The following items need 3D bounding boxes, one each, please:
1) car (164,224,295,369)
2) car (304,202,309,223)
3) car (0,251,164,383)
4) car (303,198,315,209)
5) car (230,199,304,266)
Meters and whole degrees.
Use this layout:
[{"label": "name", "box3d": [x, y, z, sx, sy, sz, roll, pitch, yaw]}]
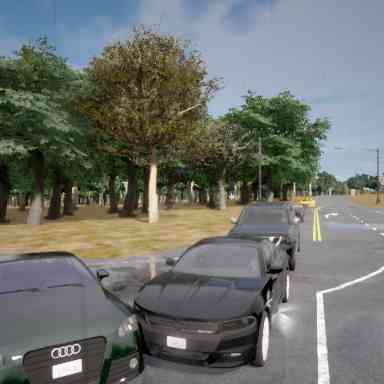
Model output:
[{"label": "car", "box3d": [0.715, 1.615, 6.316, 1.882, 1.535, 5.008, -1, -2, 21]}, {"label": "car", "box3d": [8.379, 1.802, 27.426, 1.895, 1.301, 4.718, -1, 0, 20]}, {"label": "car", "box3d": [-2.327, 1.645, 5.010, 1.994, 1.385, 4.181, 2, -2, -33]}, {"label": "car", "box3d": [17.917, 1.721, 51.603, 1.882, 1.535, 5.008, -1, 0, 26]}, {"label": "car", "box3d": [2.820, 1.463, 12.462, 2.150, 2.045, 5.566, -2, 0, 20]}]
